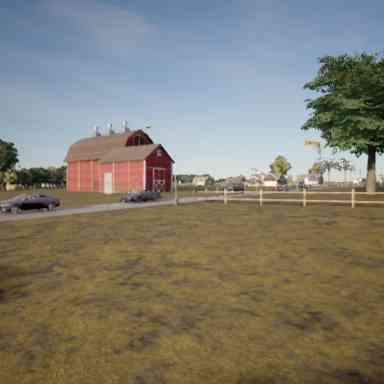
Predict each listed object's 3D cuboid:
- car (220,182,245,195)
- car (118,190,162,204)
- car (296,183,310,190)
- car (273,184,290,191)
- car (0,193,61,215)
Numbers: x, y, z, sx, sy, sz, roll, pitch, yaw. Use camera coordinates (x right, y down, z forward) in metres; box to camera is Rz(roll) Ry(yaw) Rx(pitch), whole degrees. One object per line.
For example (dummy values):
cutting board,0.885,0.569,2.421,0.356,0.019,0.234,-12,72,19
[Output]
car,6.694,-0.617,53.870,2.150,2.045,5.566,0,2,36
car,-5.601,0.452,36.731,2.033,1.411,5.357,0,2,36
car,24.950,-1.203,74.783,1.837,1.490,4.892,0,2,35
car,17.251,-0.757,63.787,2.033,1.411,5.357,0,2,35
car,-12.927,0.863,26.428,2.128,1.511,4.902,0,2,35
